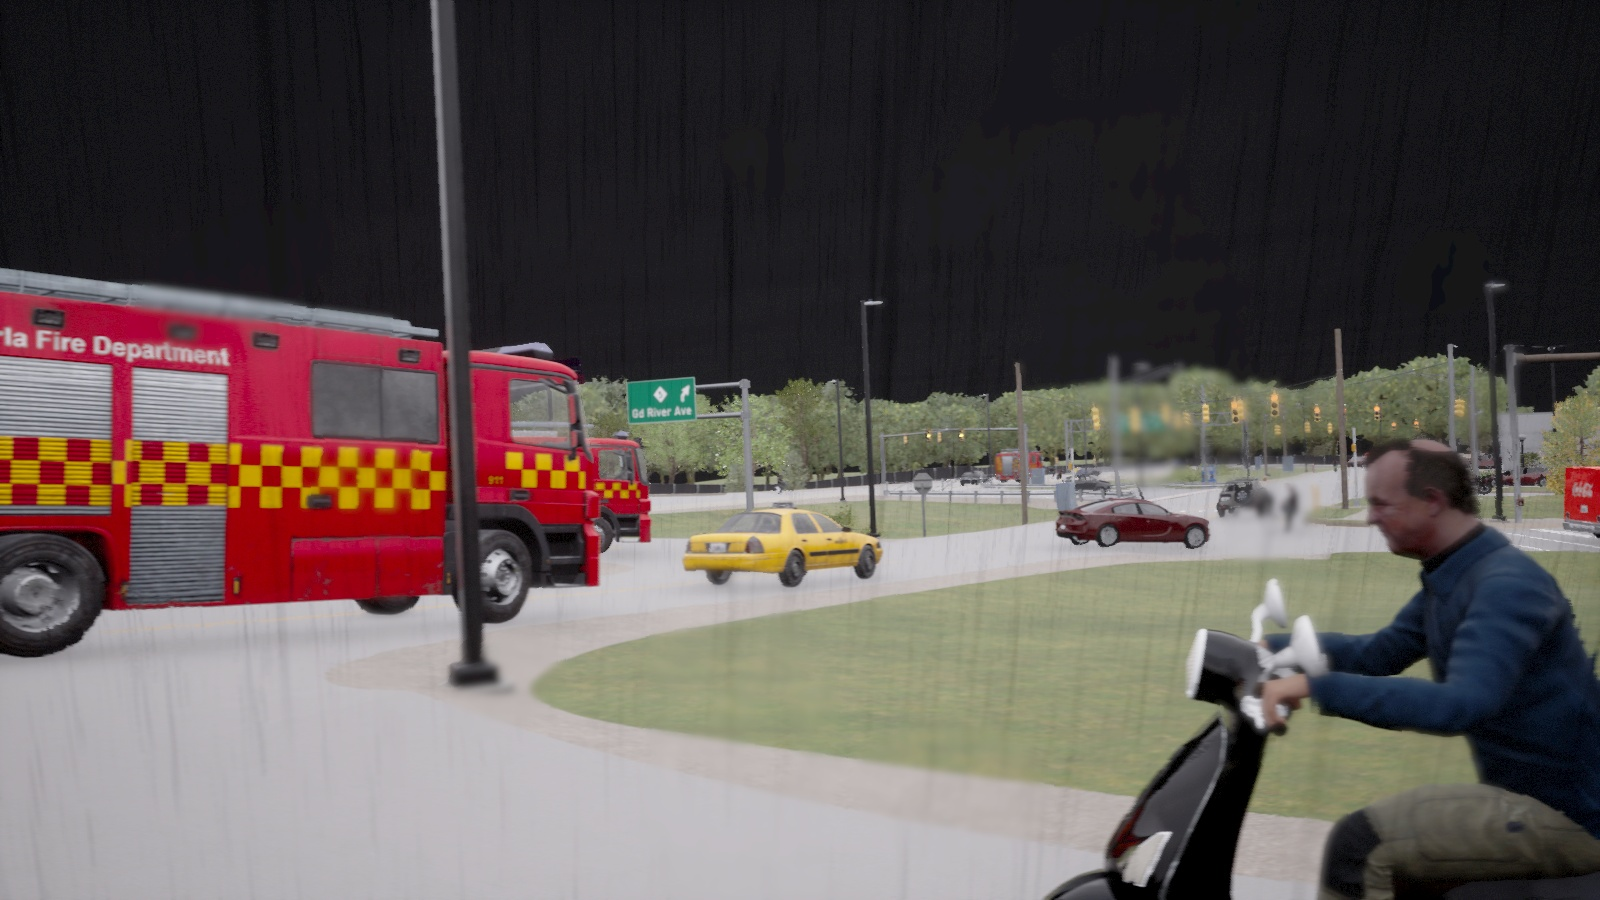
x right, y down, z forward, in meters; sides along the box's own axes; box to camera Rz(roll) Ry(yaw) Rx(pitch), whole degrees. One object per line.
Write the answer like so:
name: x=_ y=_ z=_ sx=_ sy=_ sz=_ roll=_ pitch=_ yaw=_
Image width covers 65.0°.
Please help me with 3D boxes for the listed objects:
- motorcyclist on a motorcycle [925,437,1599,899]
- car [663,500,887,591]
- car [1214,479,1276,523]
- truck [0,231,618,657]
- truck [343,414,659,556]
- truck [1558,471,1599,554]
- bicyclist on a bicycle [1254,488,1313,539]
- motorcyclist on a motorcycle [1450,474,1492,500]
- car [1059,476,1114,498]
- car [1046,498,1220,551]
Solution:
motorcyclist on a motorcycle: x=1.256 y=0.783 z=2.753 sx=1.817 sy=1.590 sz=0.866 roll=1 pitch=0 yaw=17
car: x=-0.326 y=1.779 z=24.376 sx=1.801 sy=1.575 sz=5.366 roll=-2 pitch=-3 yaw=30
car: x=20.639 y=2.333 z=58.136 sx=1.932 sy=1.855 sz=4.605 roll=-2 pitch=-1 yaw=29
truck: x=-6.322 y=0.125 z=14.409 sx=2.891 sy=3.827 sz=8.468 roll=-3 pitch=-5 yaw=42
truck: x=-8.495 y=1.014 z=36.264 sx=8.468 sy=3.827 sz=2.891 roll=1 pitch=0 yaw=-12
truck: x=26.973 y=1.912 z=39.031 sx=5.204 sy=2.467 sz=2.627 roll=0 pitch=0 yaw=5
bicyclist on a bicycle: x=17.345 y=2.265 z=45.094 sx=1.843 sy=1.776 sz=0.659 roll=0 pitch=1 yaw=0
motorcyclist on a motorcycle: x=44.427 y=2.434 z=83.129 sx=2.350 sy=1.649 sz=0.766 roll=0 pitch=0 yaw=40
car: x=21.744 y=2.817 z=95.259 sx=3.705 sy=1.549 sz=1.789 roll=-2 pitch=0 yaw=27
car: x=10.478 y=2.347 z=39.546 sx=5.008 sy=1.535 sz=1.882 roll=1 pitch=0 yaw=-16
